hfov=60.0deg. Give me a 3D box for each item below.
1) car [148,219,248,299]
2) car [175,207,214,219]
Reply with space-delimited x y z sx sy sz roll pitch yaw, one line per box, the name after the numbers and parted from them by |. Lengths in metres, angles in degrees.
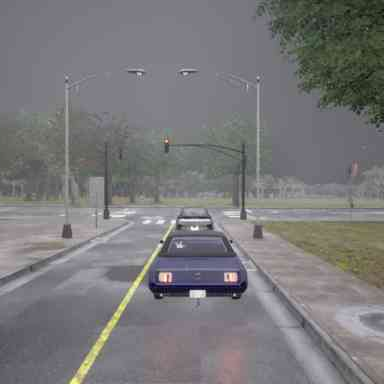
0.111 1.606 8.388 1.895 1.301 4.718 0 0 0 | car
0.124 1.518 17.648 2.128 1.511 4.902 0 0 0 | car
